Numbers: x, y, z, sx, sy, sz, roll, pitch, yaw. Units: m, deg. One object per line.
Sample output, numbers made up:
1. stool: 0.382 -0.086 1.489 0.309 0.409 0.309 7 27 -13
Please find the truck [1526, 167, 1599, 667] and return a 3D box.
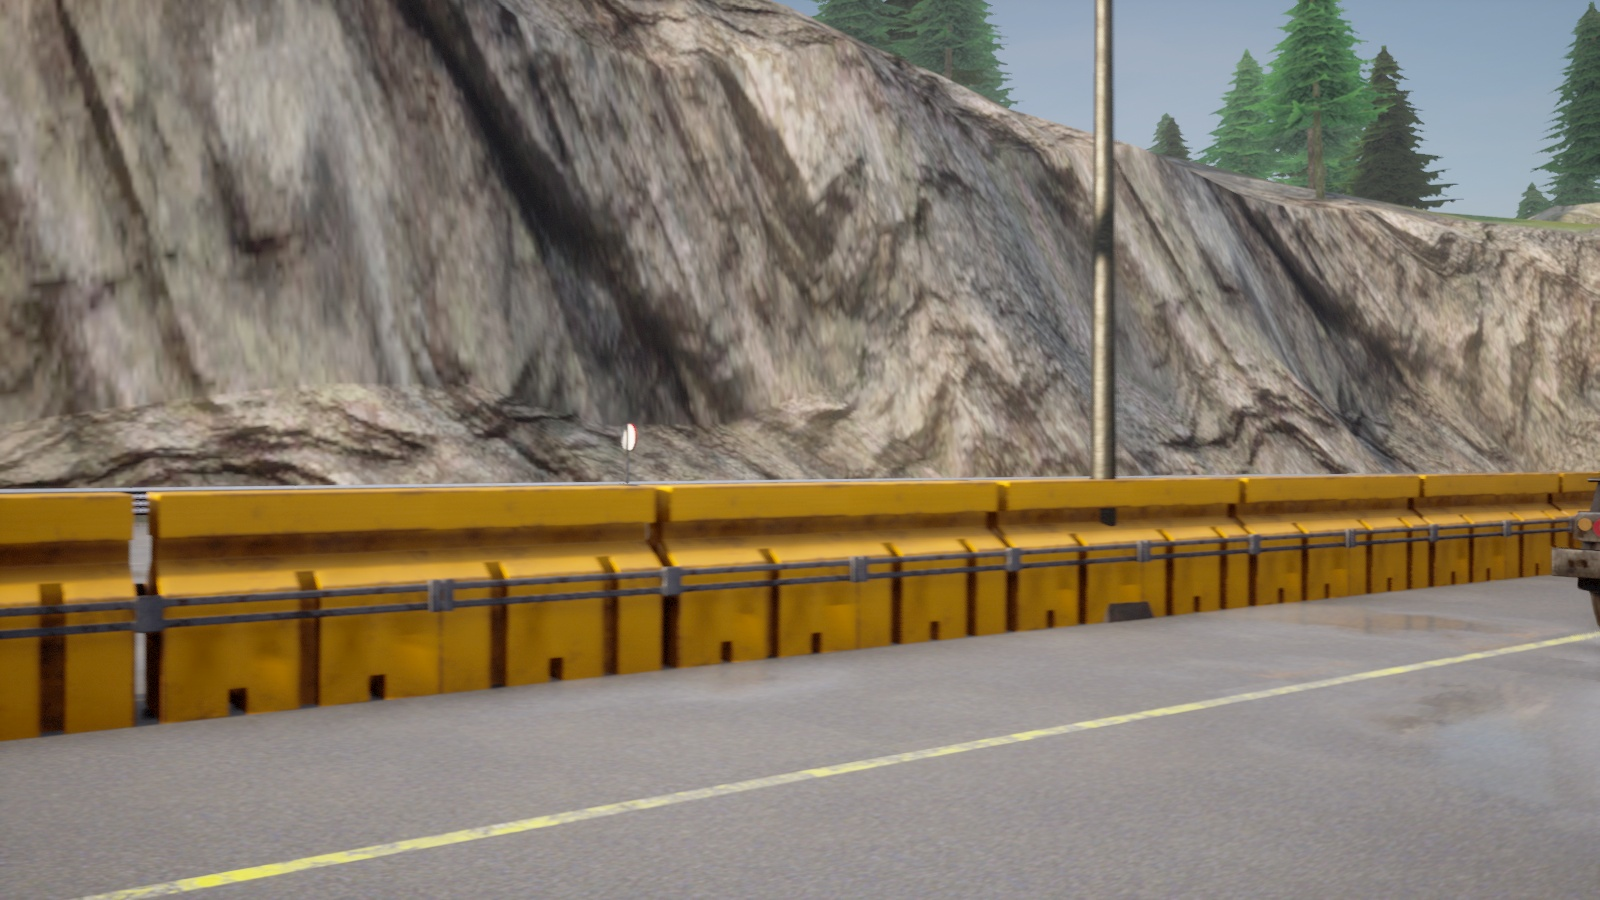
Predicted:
1. truck: 9.346 -0.232 10.188 7.936 3.462 2.891 0 0 -35
